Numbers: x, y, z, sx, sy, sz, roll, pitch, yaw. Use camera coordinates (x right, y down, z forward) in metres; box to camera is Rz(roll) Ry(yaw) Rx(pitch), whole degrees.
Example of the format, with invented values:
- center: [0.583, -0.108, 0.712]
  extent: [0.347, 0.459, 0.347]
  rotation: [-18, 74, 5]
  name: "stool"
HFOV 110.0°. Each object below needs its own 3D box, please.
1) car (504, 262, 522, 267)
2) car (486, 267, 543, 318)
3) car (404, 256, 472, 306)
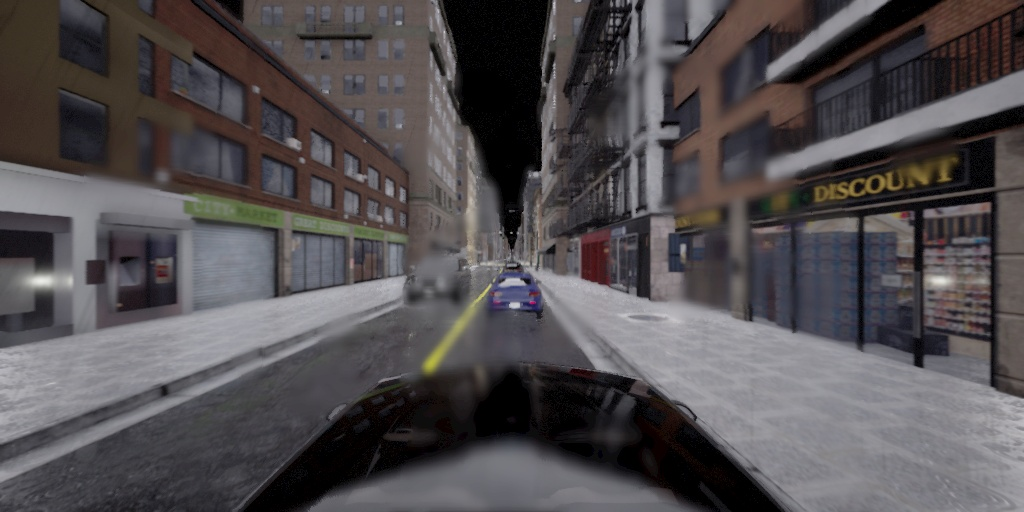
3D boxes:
- center: [0.101, 1.300, 31.079]
  extent: [1.837, 1.490, 4.892]
  rotation: [0, 0, 0]
  name: "car"
- center: [0.095, 1.297, 12.947]
  extent: [1.812, 1.442, 4.674]
  rotation: [0, 0, 0]
  name: "car"
- center: [-3.099, 0.998, 16.190]
  extent: [2.150, 2.045, 5.566]
  rotation: [0, 0, 0]
  name: "car"
